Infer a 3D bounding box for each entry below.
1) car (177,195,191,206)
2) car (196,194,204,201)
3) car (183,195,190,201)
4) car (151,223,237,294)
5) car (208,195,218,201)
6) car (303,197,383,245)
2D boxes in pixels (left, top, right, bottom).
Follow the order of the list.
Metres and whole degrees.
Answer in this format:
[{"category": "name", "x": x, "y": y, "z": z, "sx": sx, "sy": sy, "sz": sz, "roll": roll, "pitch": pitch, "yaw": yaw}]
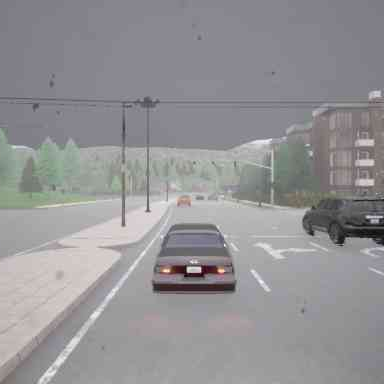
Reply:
[{"category": "car", "x": -1.312, "y": 1.352, "z": 54.676, "sx": 2.097, "sy": 1.767, "sz": 4.553, "roll": 0, "pitch": 0, "yaw": -1}, {"category": "car", "x": 2.050, "y": 1.477, "z": 85.536, "sx": 1.882, "sy": 1.535, "sz": 5.008, "roll": 0, "pitch": 0, "yaw": 0}, {"category": "car", "x": -1.450, "y": 1.523, "z": 85.501, "sx": 1.812, "sy": 1.442, "sz": 4.674, "roll": 0, "pitch": 0, "yaw": 0}, {"category": "car", "x": 0.049, "y": 1.547, "z": 8.929, "sx": 2.033, "sy": 1.411, "sz": 5.357, "roll": 0, "pitch": 0, "yaw": 0}, {"category": "car", "x": 5.550, "y": 1.539, "z": 85.541, "sx": 2.033, "sy": 1.411, "sz": 5.357, "roll": 0, "pitch": 0, "yaw": 0}, {"category": "car", "x": 7.055, "y": 1.221, "z": 15.548, "sx": 2.150, "sy": 2.045, "sz": 5.566, "roll": 0, "pitch": 0, "yaw": 0}]
